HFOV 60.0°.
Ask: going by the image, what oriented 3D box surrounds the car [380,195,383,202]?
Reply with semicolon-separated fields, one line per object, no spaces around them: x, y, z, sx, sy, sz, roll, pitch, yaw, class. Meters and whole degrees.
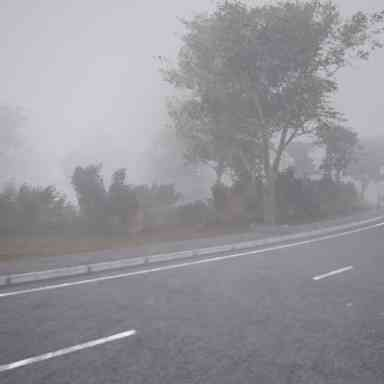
38.287;1.228;65.390;1.812;1.442;4.674;0;0;17;car
